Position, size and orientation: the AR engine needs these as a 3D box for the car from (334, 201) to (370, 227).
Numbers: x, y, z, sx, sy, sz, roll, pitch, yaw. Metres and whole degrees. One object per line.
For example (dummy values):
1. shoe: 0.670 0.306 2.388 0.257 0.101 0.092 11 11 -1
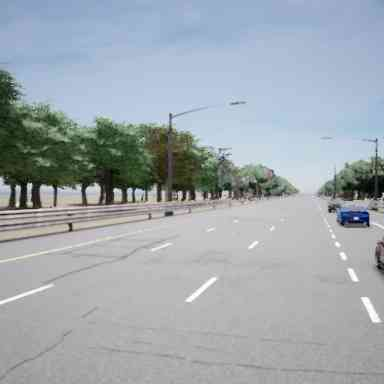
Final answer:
1. car: 12.168 1.701 25.242 1.882 1.535 5.008 0 -1 20

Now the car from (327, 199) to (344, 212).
1. car: 18.720 1.872 43.284 1.812 1.442 4.674 0 0 20

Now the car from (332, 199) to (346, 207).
1. car: 27.989 2.025 63.077 1.812 1.442 4.674 0 0 31

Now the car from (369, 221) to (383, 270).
1. car: 6.142 1.649 8.646 1.994 1.385 4.181 0 0 20
